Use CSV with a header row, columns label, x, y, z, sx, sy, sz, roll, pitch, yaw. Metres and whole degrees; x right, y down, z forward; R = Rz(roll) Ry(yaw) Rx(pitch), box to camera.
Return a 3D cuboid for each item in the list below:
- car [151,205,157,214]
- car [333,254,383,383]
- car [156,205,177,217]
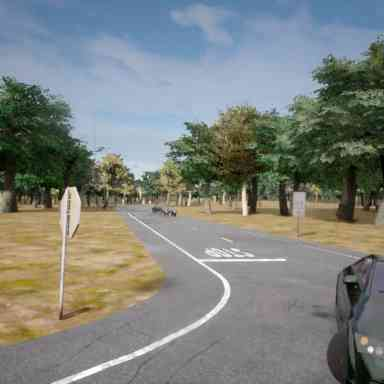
label,x,y,z,sx,sy,sz,roll,pitch,yaw
car,-5.783,2.960,56.904,1.882,1.535,5.008,3,-2,-14
car,3.137,1.643,4.667,1.994,1.385,4.181,1,-1,22
car,-3.514,2.849,48.061,1.895,1.301,4.718,3,-2,-13
